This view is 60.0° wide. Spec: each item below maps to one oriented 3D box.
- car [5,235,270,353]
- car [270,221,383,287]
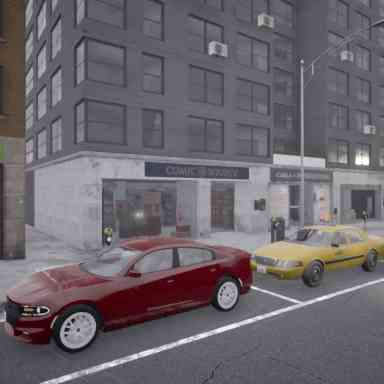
[{"bbox_3d":[-0.867,1.544,6.132,4.507,1.381,1.887,0,0,-35],"label":"car"},{"bbox_3d":[3.626,1.525,9.302,4.829,1.417,1.752,0,0,-35],"label":"car"}]
